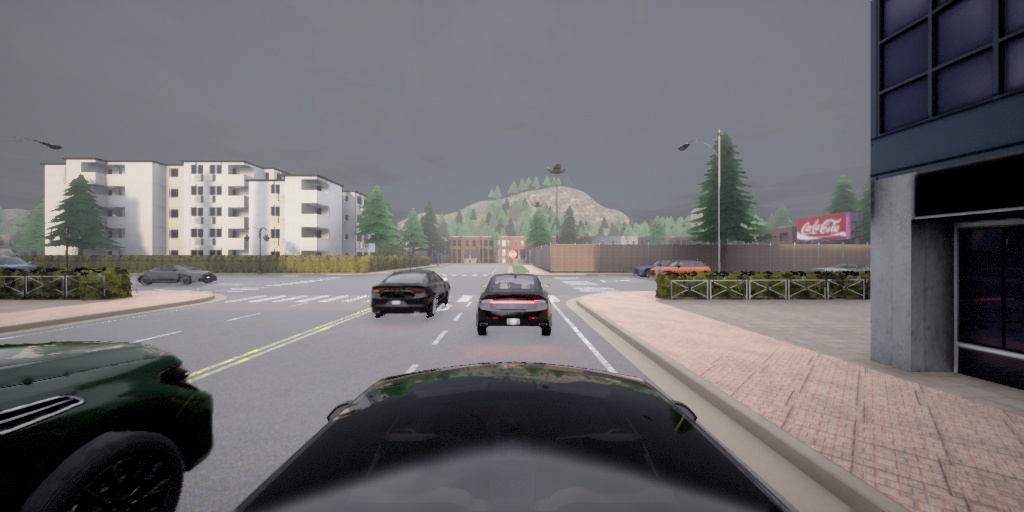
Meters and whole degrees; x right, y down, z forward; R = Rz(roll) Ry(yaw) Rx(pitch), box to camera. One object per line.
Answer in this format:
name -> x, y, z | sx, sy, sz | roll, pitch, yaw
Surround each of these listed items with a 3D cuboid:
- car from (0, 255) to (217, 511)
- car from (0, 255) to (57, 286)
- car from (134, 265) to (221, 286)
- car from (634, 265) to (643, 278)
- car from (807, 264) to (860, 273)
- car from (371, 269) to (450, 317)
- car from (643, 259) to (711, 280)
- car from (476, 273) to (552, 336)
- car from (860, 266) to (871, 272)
car -> -3.395, 0.975, 0.377 | 2.150, 2.045, 5.566 | 0, 0, 0
car -> -35.931, 0.971, 25.011 | 5.566, 2.045, 2.150 | 0, 0, 0
car -> -23.282, 1.314, 25.077 | 4.181, 1.385, 1.994 | 0, 0, -2
car -> 13.388, 1.104, 32.255 | 4.553, 1.767, 2.097 | 0, 0, 0
car -> 29.428, 1.351, 32.157 | 4.718, 1.301, 1.895 | 0, 0, 1
car -> -3.512, 1.227, 13.195 | 1.882, 1.535, 5.008 | 0, 0, -1
car -> 13.374, 1.103, 28.756 | 4.553, 1.767, 2.097 | 0, 0, 0
car -> 0.092, 1.242, 10.383 | 2.128, 1.511, 4.902 | 0, 0, 1
car -> 31.683, 1.297, 28.646 | 5.357, 1.411, 2.033 | 0, 0, 1
